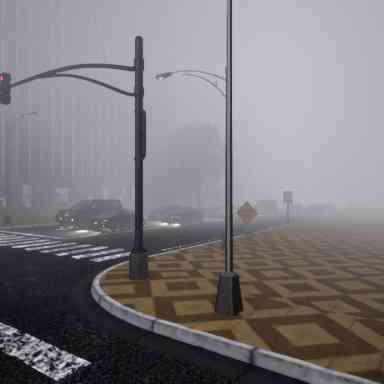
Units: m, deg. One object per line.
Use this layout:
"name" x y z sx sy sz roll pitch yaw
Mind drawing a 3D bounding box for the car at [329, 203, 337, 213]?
"car" 21.757 2.537 53.031 1.837 1.490 4.892 0 -1 33

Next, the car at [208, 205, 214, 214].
"car" 3.022 2.279 42.043 1.895 1.301 4.718 0 -1 32

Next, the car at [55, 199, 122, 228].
"car" -7.627 1.547 25.450 2.150 2.045 5.566 0 -1 33

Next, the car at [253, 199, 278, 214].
"car" 10.650 2.064 47.846 2.150 2.045 5.566 0 -1 33

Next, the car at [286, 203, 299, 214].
"car" 15.312 2.383 48.814 1.882 1.535 5.008 0 -1 33

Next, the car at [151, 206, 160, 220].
"car" -2.451 2.001 33.520 1.837 1.490 4.892 0 -1 33

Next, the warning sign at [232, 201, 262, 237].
"warning sign" 3.069 1.454 18.572 1.300 1.860 1.060 1 1 33

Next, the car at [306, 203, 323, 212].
"car" 21.530 2.634 58.520 1.812 1.442 4.674 0 -1 33

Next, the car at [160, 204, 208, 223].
"car" -0.648 2.033 30.321 1.994 1.385 4.181 0 -1 32

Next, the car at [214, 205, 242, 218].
"car" 4.809 2.251 38.816 1.895 1.301 4.718 0 -1 33

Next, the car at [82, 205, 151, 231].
"car" -5.177 1.883 23.254 1.994 1.385 4.181 0 -1 32

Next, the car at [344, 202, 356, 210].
"car" 31.409 2.770 65.976 1.801 1.575 5.366 0 -1 33

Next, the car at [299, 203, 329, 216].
"car" 16.469 2.406 44.693 2.033 1.411 5.357 0 -1 33
